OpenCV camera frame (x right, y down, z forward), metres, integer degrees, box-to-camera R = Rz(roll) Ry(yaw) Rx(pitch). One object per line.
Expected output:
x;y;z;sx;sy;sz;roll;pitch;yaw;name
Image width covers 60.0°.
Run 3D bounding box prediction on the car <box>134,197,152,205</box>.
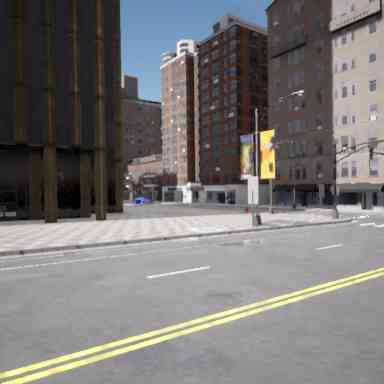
-9.598;1.737;64.444;1.882;1.535;5.008;-1;0;-35;car
